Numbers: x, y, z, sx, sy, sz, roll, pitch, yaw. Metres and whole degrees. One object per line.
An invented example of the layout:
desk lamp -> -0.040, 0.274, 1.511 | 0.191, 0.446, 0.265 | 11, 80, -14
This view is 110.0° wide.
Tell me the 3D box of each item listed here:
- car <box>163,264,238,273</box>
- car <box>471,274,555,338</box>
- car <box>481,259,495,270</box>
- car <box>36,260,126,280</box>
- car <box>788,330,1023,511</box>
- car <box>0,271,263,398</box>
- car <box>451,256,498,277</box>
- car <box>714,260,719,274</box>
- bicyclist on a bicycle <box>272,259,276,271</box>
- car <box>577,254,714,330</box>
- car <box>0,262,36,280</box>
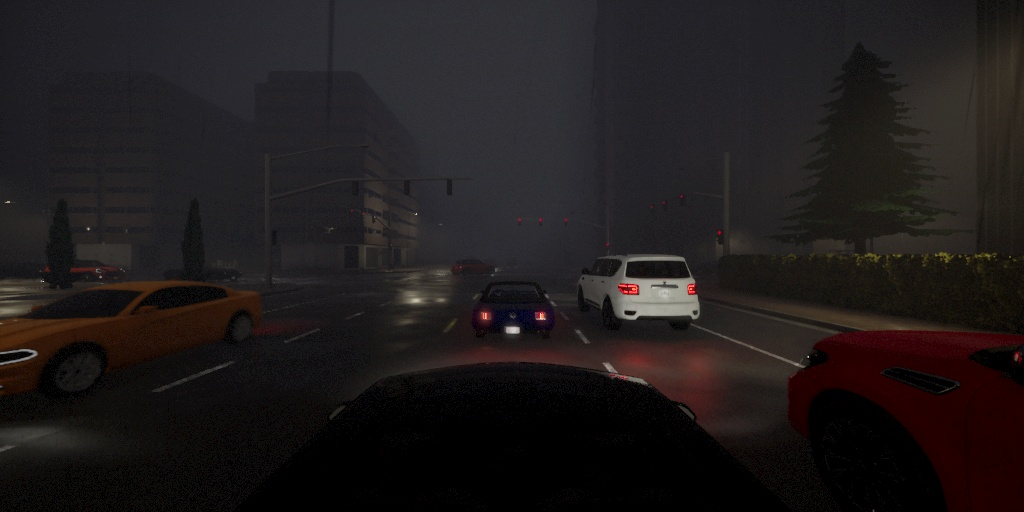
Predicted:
car -> -23.348, 1.351, 27.268 | 4.718, 1.301, 1.895 | 0, 0, 0
car -> 0.047, 1.351, 10.125 | 1.895, 1.301, 4.718 | 0, 0, 0
car -> -3.661, 1.255, 55.431 | 1.837, 1.490, 4.892 | 0, 0, 0
car -> -32.464, 1.102, 27.349 | 4.553, 1.767, 2.097 | 0, 0, 0
car -> 3.601, 0.971, 0.892 | 2.150, 2.045, 5.566 | 0, 0, 0
car -> -7.078, 1.227, 6.722 | 1.882, 1.535, 5.008 | 0, 0, 0
car -> -3.887, 1.102, 36.383 | 4.553, 1.767, 2.097 | 0, 0, -42
car -> 20.832, 1.228, 37.580 | 5.008, 1.535, 1.882 | 0, 0, 1
bicyclist on a bicycle -> -28.686, 1.051, 42.798 | 0.582, 1.620, 1.656 | 0, 0, 1
car -> 3.577, 0.971, 11.253 | 2.150, 2.045, 5.566 | 0, 0, -2
car -> -41.655, 1.276, 30.935 | 4.674, 1.442, 1.812 | 0, 0, 1
